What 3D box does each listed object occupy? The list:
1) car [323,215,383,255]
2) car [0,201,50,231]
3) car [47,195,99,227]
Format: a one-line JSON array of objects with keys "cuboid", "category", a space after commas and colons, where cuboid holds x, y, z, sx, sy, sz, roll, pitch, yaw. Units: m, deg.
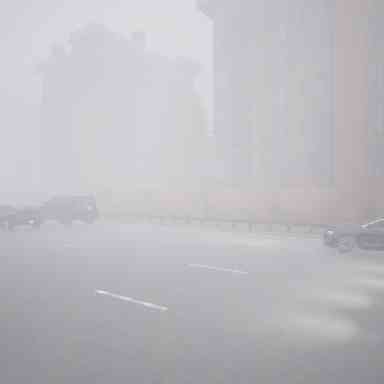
[{"cuboid": [7.252, 1.491, 11.716, 4.902, 1.511, 2.128, 0, 0, 35], "category": "car"}, {"cuboid": [-11.210, 1.502, 20.580, 4.892, 1.490, 1.837, -1, -1, 35], "category": "car"}, {"cuboid": [-8.850, 1.221, 23.197, 5.566, 2.045, 2.150, 0, 0, 36], "category": "car"}]
